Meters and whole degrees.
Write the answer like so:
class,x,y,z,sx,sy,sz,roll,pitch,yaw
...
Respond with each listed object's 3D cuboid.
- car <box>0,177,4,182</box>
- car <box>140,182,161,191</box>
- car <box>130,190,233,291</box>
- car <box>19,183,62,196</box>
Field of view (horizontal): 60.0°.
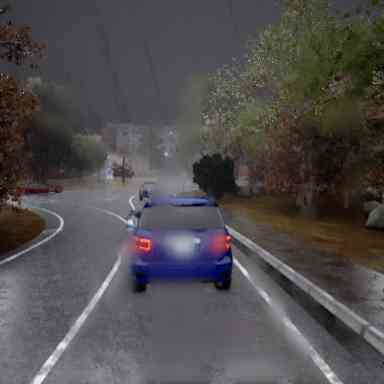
class,x,y,z,sx,sy,sz,roll,pitch,yaw
car,-37.385,-2.579,62.046,1.882,1.535,5.008,2,5,19
car,-4.284,-0.245,34.360,2.097,1.767,4.553,-1,5,-6
car,-0.375,1.103,8.908,2.150,2.045,5.566,0,1,-5
car,-17.437,-0.323,38.101,4.718,1.301,1.895,-1,5,-8
